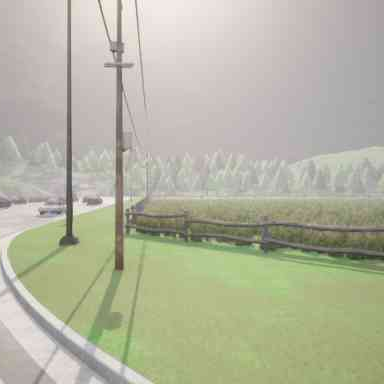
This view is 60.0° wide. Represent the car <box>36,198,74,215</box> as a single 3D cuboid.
[{"bbox_3d":[-13.656,1.591,33.296,1.895,1.301,4.718,0,0,-7],"label":"car"}]

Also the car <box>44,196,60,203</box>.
[{"bbox_3d":[-28.230,1.481,67.248,1.837,1.490,4.892,0,0,-7],"label":"car"}]

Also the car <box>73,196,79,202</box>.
[{"bbox_3d":[-24.879,1.354,68.726,2.033,1.411,5.357,0,0,-7],"label":"car"}]

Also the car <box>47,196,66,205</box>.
[{"bbox_3d":[-23.688,1.489,58.374,1.837,1.490,4.892,0,0,-7],"label":"car"}]

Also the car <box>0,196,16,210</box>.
[{"bbox_3d":[-25.415,1.338,43.630,2.097,1.767,4.553,0,0,-7],"label":"car"}]

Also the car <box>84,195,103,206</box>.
[{"bbox_3d":[-16.281,1.463,56.109,1.882,1.535,5.008,0,0,-7],"label":"car"}]

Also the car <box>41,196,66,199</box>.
[{"bbox_3d":[-18.564,1.513,45.330,1.812,1.442,4.674,0,0,-7],"label":"car"}]

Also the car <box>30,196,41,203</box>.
[{"bbox_3d":[-31.881,1.533,68.337,1.994,1.385,4.181,0,0,-7],"label":"car"}]

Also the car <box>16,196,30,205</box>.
[{"bbox_3d":[-30.750,1.508,58.536,1.812,1.442,4.674,0,0,-7],"label":"car"}]
